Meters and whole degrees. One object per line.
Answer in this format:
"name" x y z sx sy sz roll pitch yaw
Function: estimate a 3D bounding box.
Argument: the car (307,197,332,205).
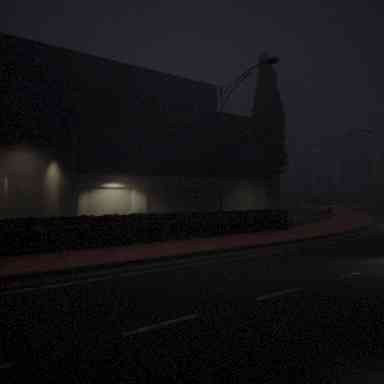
"car" 22.627 1.606 59.199 1.837 1.490 4.892 0 0 -21
